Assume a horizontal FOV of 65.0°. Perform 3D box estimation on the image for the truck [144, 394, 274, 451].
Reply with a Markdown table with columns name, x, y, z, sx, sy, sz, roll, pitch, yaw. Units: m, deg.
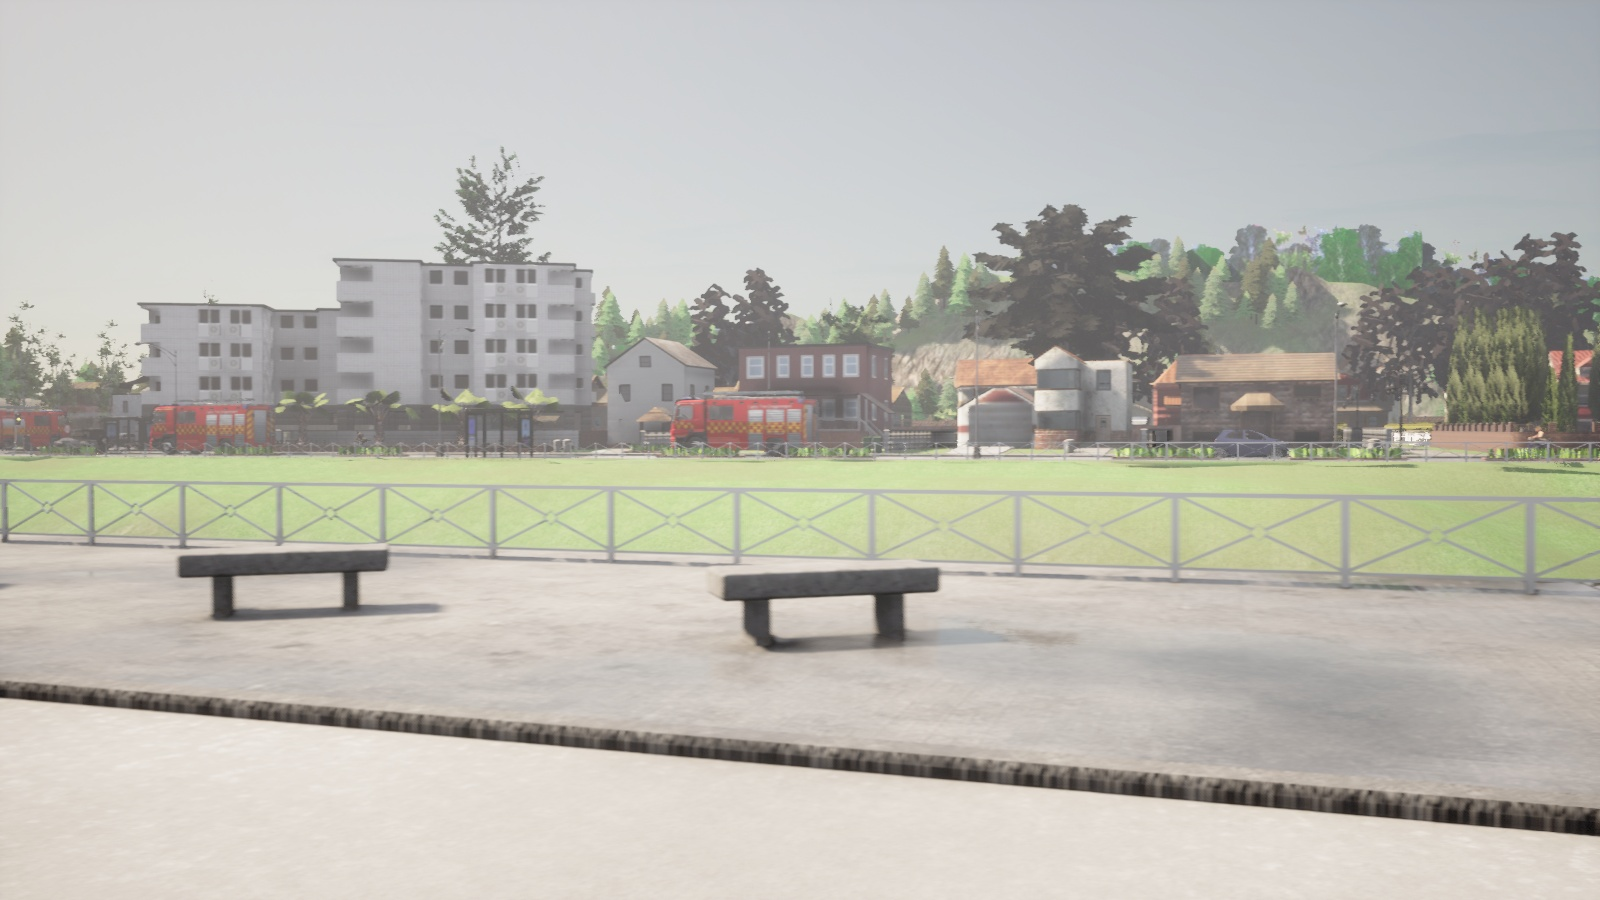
| name | x | y | z | sx | sy | sz | roll | pitch | yaw |
| --- | --- | --- | --- | --- | --- | --- | --- | --- | --- |
| truck | -40.827 | -1.883 | 86.758 | 8.468 | 3.827 | 2.891 | 0 | 1 | 19 |

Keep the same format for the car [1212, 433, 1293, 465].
| name | x | y | z | sx | sy | sz | roll | pitch | yaw |
| --- | --- | --- | --- | --- | --- | --- | --- | --- | --- |
| car | 22.073 | -0.059 | 61.379 | 3.633 | 1.501 | 1.845 | 1 | 1 | 19 |

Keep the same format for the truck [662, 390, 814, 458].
| name | x | y | z | sx | sy | sz | roll | pitch | yaw |
| --- | --- | --- | --- | --- | --- | --- | --- | --- | --- |
| truck | -3.668 | -1.541 | 74.248 | 8.468 | 3.827 | 2.891 | 1 | 1 | 19 |
